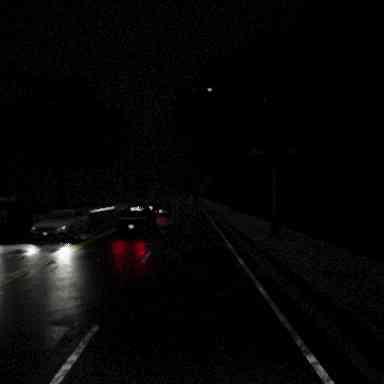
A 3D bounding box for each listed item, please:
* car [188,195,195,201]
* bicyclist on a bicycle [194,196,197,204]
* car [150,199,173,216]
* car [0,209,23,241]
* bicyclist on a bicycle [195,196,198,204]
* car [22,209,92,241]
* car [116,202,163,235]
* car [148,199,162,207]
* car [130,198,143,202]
[{"bbox_3d":[0.001,1.881,95.318,1.812,1.442,4.674,0,0,0],"label":"car"},{"bbox_3d":[0.894,1.780,76.708,0.659,1.776,1.843,0,0,0],"label":"bicyclist on a bicycle"},{"bbox_3d":[-3.151,1.681,35.625,1.837,1.490,4.892,0,0,0],"label":"car"},{"bbox_3d":[-9.849,1.611,17.256,1.812,1.442,4.674,0,0,0],"label":"car"},{"bbox_3d":[0.894,1.729,67.706,0.659,1.776,1.843,0,0,0],"label":"bicyclist on a bicycle"},{"bbox_3d":[-6.598,1.610,17.256,1.812,1.442,4.674,0,0,0],"label":"car"},{"bbox_3d":[-3.151,1.587,19.668,2.128,1.511,4.902,0,0,0],"label":"car"},{"bbox_3d":[-6.538,1.910,58.978,1.895,1.301,4.718,0,0,1],"label":"car"},{"bbox_3d":[-9.793,1.801,59.164,2.128,1.511,4.902,0,0,1],"label":"car"}]
